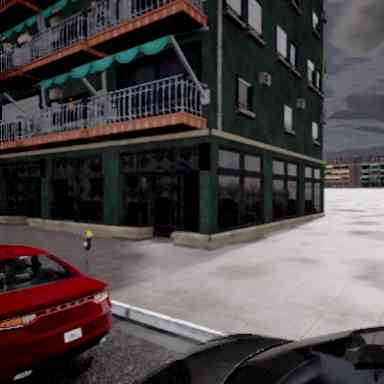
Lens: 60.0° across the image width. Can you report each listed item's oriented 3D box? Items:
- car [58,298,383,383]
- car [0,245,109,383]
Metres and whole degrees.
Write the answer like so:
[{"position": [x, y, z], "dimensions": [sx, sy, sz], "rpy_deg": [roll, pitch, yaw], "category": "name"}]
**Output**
[{"position": [1.395, 1.567, 1.880], "dimensions": [4.313, 1.339, 1.947], "rpy_deg": [0, 0, 36], "category": "car"}, {"position": [-3.193, 1.506, 5.153], "dimensions": [4.507, 1.381, 1.887], "rpy_deg": [0, 0, 35], "category": "car"}]
